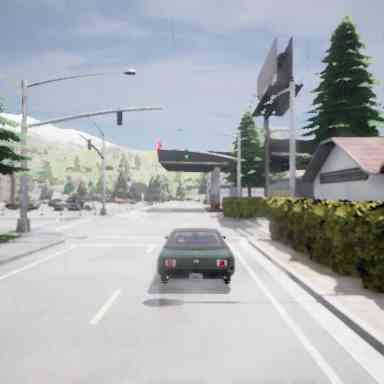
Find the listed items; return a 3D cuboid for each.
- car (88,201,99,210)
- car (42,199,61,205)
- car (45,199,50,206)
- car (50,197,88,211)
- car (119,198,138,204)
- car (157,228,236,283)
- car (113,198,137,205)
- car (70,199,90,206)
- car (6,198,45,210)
[{"bbox_3d":[-16.149,1.961,48.823,3.806,1.475,1.970,0,-1,0],"label":"car"},{"bbox_3d":[-35.045,2.405,83.127,3.806,1.475,1.970,0,-1,0],"label":"car"},{"bbox_3d":[-23.981,2.050,61.201,4.514,1.523,2.007,0,-1,0],"label":"car"},{"bbox_3d":[-16.743,1.636,45.499,3.866,1.878,1.905,0,-1,0],"label":"car"},{"bbox_3d":[-16.448,2.397,86.214,4.514,1.523,2.007,0,-1,0],"label":"car"},{"bbox_3d":[0.104,1.726,10.055,1.895,1.301,4.718,0,-1,0],"label":"car"},{"bbox_3d":[-16.379,2.350,83.078,5.027,1.636,2.152,0,-1,0],"label":"car"},{"bbox_3d":[-23.991,2.194,71.193,3.633,1.501,1.845,0,-1,0],"label":"car"},{"bbox_3d":[-24.628,1.697,48.745,4.605,1.855,1.932,0,-1,0],"label":"car"}]
